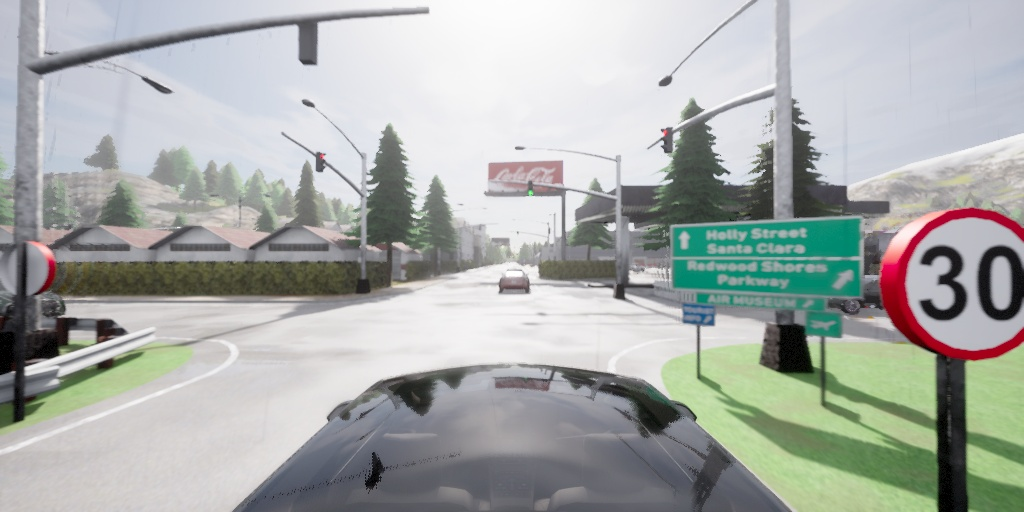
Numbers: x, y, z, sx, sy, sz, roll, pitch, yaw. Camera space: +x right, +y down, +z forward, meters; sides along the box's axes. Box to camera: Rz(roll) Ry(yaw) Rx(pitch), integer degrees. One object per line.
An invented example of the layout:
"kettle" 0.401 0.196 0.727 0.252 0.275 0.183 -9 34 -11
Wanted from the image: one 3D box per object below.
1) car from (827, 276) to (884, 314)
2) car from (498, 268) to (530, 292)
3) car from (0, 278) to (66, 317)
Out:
"car" 15.154 1.620 15.292 4.892 1.490 1.837 0 -1 1
"car" 0.191 1.593 23.753 1.994 1.385 4.181 0 -1 2
"car" -18.034 1.421 11.937 4.553 1.767 2.097 0 -1 1
